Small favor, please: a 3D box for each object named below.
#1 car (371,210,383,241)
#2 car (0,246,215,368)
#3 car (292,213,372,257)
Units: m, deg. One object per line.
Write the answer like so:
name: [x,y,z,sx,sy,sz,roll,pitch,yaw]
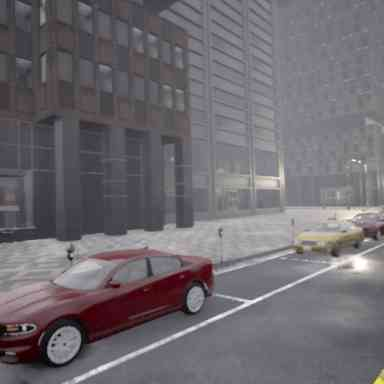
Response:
car: [9.843,1.837,18.497,1.887,1.381,4.507,-3,-2,43]
car: [-1.425,1.816,6.340,1.887,1.381,4.507,-3,-2,43]
car: [5.971,1.810,14.321,1.752,1.417,4.829,-3,-2,43]
